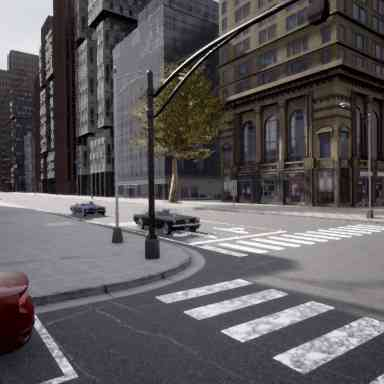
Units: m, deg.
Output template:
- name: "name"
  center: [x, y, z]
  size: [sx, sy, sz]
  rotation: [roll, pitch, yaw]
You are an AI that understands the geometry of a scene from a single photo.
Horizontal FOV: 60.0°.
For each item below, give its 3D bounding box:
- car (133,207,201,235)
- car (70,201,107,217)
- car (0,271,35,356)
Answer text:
- name: "car"
  center: [-1.510, 1.547, 18.788]
  size: [1.895, 1.301, 4.718]
  rotation: [-1, 1, -35]
- name: "car"
  center: [-9.239, 1.439, 29.467]
  size: [1.895, 1.301, 4.718]
  rotation: [-1, 1, -36]
- name: "car"
  center: [-4.209, 1.545, 3.634]
  size: [4.507, 1.381, 1.887]
  rotation: [0, -1, -36]
